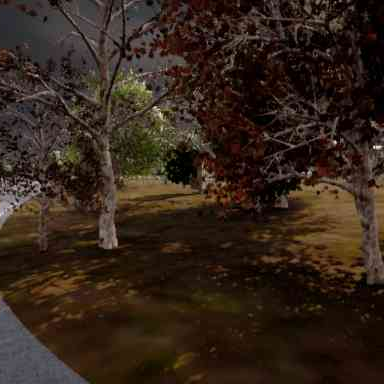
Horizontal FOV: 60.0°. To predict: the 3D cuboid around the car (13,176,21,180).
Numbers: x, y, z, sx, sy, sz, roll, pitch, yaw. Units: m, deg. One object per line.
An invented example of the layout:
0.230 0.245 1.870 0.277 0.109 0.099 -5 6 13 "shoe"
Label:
-35.595 -2.611 67.895 2.128 1.511 4.902 0 4 -28 "car"
